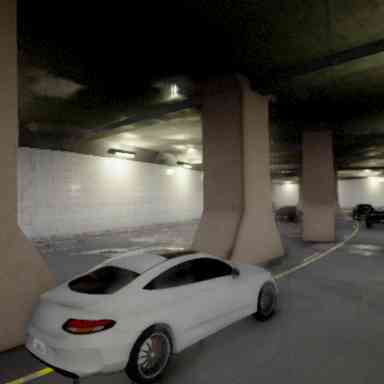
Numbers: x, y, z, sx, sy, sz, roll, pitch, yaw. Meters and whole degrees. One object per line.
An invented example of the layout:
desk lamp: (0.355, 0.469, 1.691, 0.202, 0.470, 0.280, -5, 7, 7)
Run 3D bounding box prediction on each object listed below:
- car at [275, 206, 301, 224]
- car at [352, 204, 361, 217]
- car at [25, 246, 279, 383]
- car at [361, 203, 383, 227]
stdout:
car: (8.901, 2.049, 30.562, 1.837, 1.490, 4.892, -1, -1, 24)
car: (19.221, 2.025, 37.184, 1.837, 1.490, 4.892, -1, -1, 18)
car: (-0.274, 1.667, 5.668, 1.812, 1.442, 4.674, -2, -2, 42)
car: (14.363, 1.830, 25.426, 2.128, 1.511, 4.902, -2, -1, 26)
